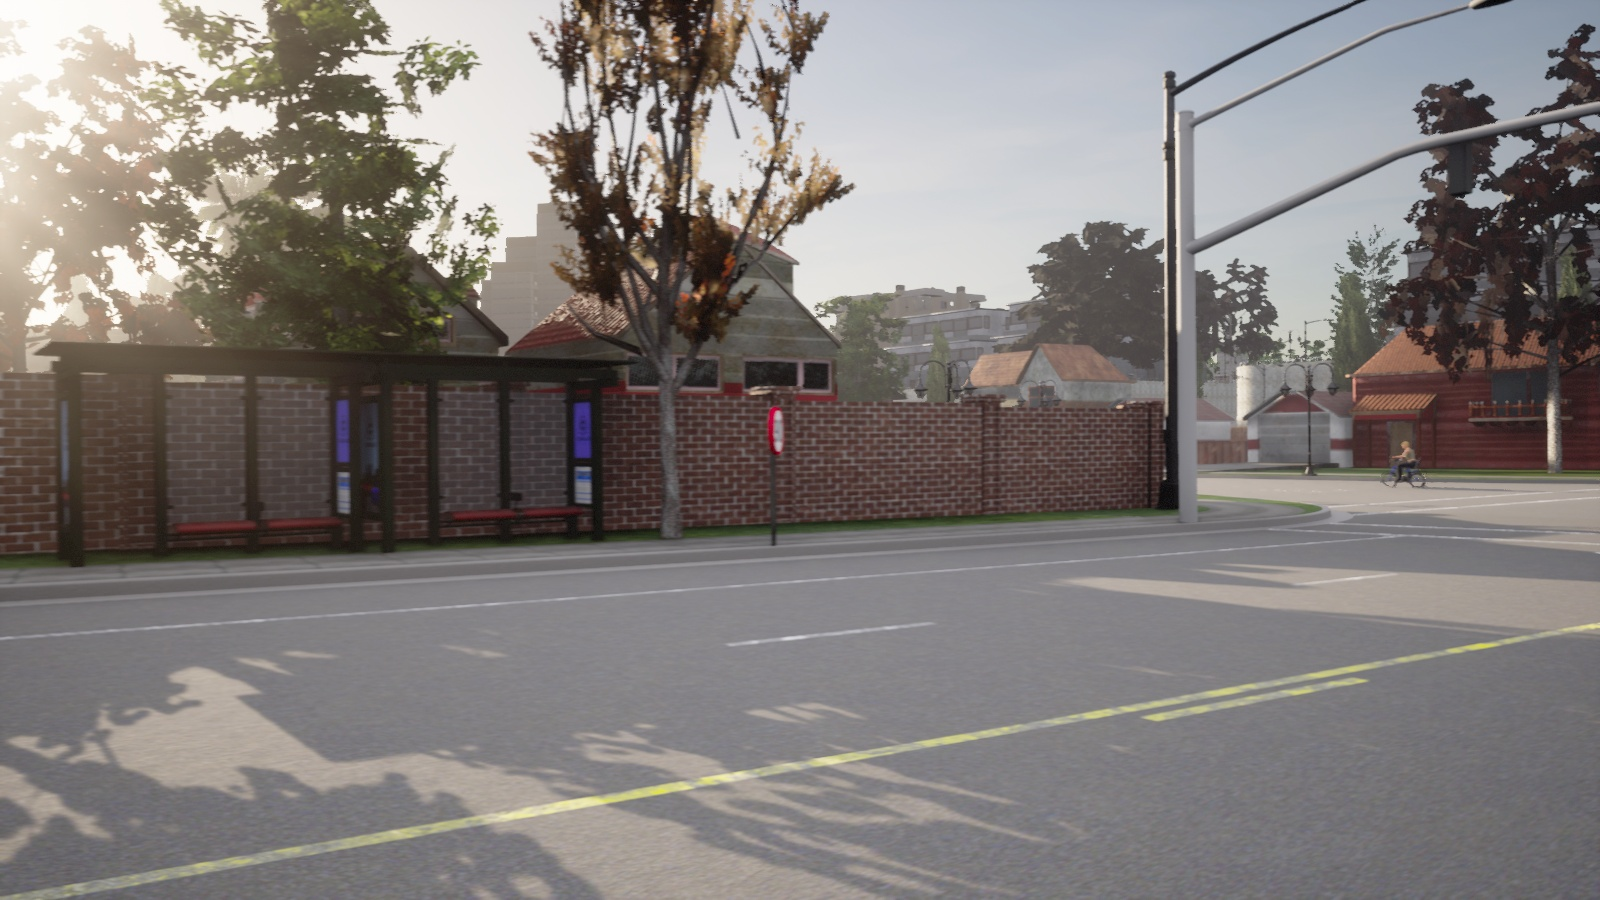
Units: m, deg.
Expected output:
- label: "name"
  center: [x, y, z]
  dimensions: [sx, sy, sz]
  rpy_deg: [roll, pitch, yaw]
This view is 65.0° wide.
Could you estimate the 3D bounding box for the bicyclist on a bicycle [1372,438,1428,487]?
- label: "bicyclist on a bicycle"
  center: [20.432, 0.418, 42.779]
  dimensions: [0.866, 1.612, 1.509]
  rpy_deg: [-1, 1, -36]
